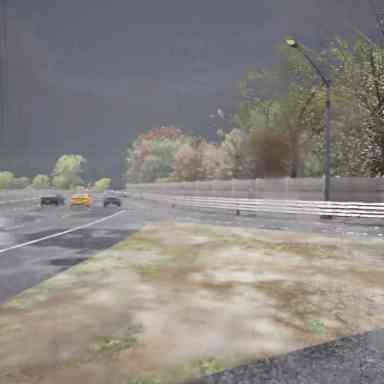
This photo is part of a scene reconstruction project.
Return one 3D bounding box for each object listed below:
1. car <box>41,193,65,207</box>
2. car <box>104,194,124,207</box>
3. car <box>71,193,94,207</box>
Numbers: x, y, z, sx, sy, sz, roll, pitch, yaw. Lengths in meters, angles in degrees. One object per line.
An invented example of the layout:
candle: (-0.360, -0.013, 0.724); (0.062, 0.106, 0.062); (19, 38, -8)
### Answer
car: (-16.235, 0.870, 39.053); (1.882, 1.535, 5.008); (0, 1, -9)
car: (-9.110, 0.959, 38.631); (1.837, 1.490, 4.892); (0, 1, -8)
car: (-12.602, 0.907, 38.390); (1.882, 1.535, 5.008); (0, 1, -8)
